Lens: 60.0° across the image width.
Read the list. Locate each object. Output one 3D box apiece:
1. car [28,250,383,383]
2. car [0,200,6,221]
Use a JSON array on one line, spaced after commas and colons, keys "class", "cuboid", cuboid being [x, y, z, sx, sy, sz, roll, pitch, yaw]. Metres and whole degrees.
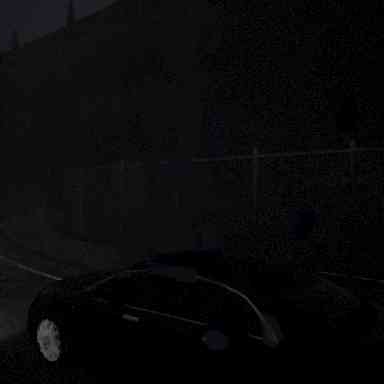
[{"class": "car", "cuboid": [-0.075, 1.493, 4.056, 4.892, 1.490, 1.837, 0, 0, 36]}, {"class": "car", "cuboid": [-14.236, 1.102, 22.224, 2.150, 2.045, 5.566, 0, 0, -15]}]
